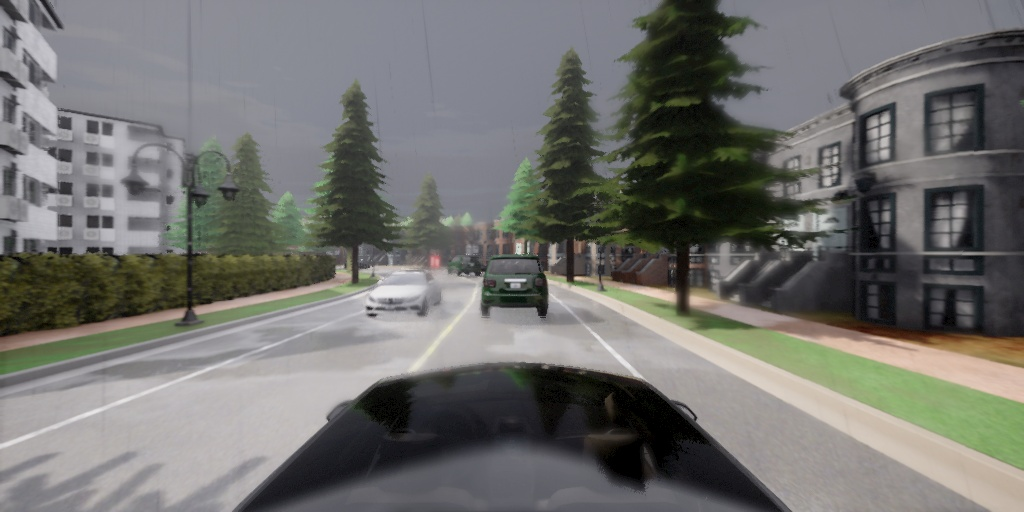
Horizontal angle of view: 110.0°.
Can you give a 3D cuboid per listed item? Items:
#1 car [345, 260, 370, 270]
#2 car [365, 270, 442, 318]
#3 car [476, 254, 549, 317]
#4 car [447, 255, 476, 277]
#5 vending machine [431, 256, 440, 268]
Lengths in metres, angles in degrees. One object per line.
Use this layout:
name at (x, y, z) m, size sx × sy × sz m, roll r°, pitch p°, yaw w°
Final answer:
car at (-22.104, 1.280, 51.282) m, size 4.181 × 1.385 × 1.994 m, roll 0°, pitch 0°, yaw 38°
car at (-3.733, 1.268, 13.105) m, size 1.812 × 1.442 × 4.674 m, roll 0°, pitch 0°, yaw -2°
car at (0.027, 0.964, 13.250) m, size 2.150 × 2.045 × 5.566 m, roll 0°, pitch 0°, yaw -2°
car at (-4.852, 0.949, 35.561) m, size 2.150 × 2.045 × 5.566 m, roll 0°, pitch 0°, yaw -25°
vending machine at (-11.604, 0.911, 54.250) m, size 0.880 × 2.100 × 1.100 m, roll 0°, pitch 0°, yaw 44°
